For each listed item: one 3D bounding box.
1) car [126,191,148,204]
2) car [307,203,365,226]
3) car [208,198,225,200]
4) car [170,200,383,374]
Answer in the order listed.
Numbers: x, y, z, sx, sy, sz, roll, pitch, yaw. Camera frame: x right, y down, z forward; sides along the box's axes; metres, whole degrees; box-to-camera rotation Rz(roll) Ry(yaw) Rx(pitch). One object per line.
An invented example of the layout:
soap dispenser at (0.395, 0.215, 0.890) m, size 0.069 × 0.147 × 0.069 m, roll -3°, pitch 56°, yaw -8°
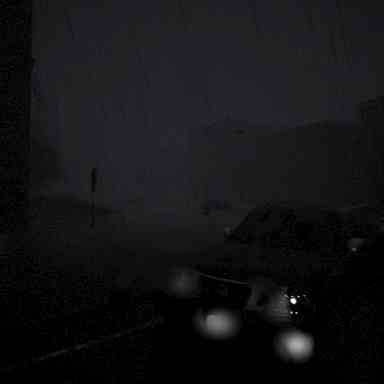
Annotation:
car at (-9.041, 0.860, 54.334) m, size 2.150 × 2.045 × 5.566 m, roll 1°, pitch 1°, yaw -30°
car at (10.443, 1.600, 24.511) m, size 1.994 × 1.385 × 4.181 m, roll 1°, pitch 0°, yaw -8°
car at (2.832, 1.477, 41.356) m, size 1.882 × 1.535 × 5.008 m, roll 1°, pitch -1°, yaw -30°
car at (2.044, 1.219, 6.162) m, size 2.150 × 2.045 × 5.566 m, roll 1°, pitch 1°, yaw 39°
